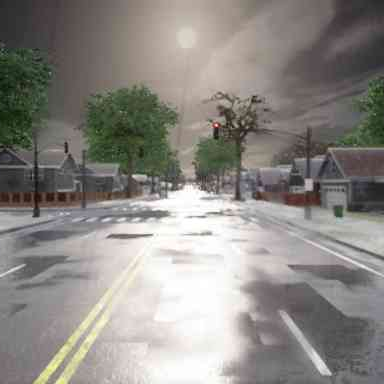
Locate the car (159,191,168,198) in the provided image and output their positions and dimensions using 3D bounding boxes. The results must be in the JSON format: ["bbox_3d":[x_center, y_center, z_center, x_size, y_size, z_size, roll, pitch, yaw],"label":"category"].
[{"bbox_3d":[-6.521,0.532,76.005,2.128,1.511,4.902,0,1,0],"label":"car"}]
